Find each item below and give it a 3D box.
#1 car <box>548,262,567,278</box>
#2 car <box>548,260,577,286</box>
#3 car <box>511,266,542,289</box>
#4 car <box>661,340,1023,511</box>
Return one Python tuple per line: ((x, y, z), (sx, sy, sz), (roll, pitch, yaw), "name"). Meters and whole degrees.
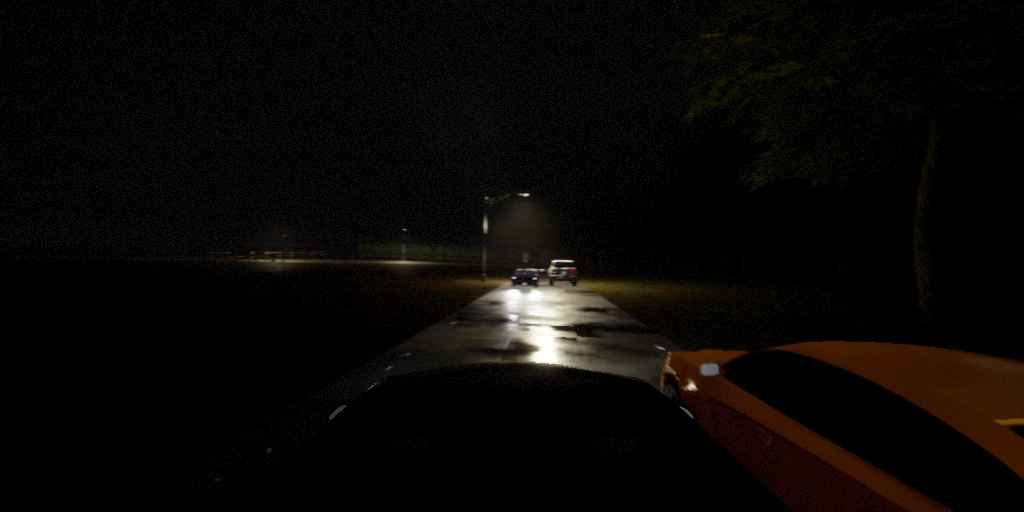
((5.306, 1.628, 42.566), (2.097, 1.767, 4.553), (2, 0, 6), "car")
((4.207, 1.376, 30.075), (2.150, 2.045, 5.566), (2, 0, 5), "car")
((1.053, 1.627, 26.695), (1.895, 1.301, 4.718), (2, -1, 5), "car")
((2.559, 1.315, 2.332), (1.882, 1.535, 5.008), (2, -1, 5), "car")
